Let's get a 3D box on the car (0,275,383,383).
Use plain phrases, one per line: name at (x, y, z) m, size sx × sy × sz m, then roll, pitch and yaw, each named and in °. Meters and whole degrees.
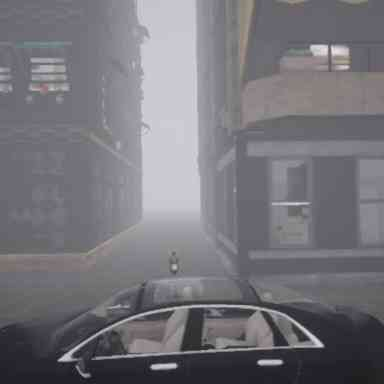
car at (-0.212, 1.635, 3.504) m, size 4.403 × 1.369 × 2.008 m, roll 0°, pitch -2°, yaw -2°
